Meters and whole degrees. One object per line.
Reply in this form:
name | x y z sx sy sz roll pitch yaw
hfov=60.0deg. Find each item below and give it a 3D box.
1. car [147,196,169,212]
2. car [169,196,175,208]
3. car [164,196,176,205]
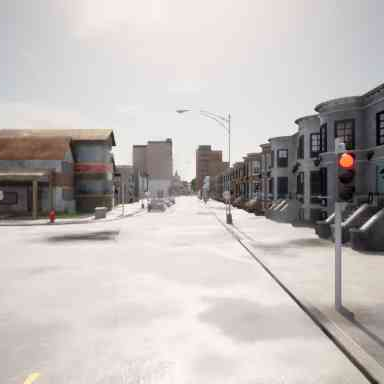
car | -4.102 1.505 39.260 1.837 1.490 4.892 0 0 0
car | -4.093 1.547 49.747 2.033 1.411 5.357 0 0 0
car | -4.042 1.526 61.254 1.812 1.442 4.674 0 1 1
